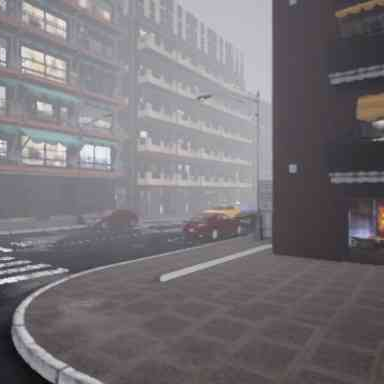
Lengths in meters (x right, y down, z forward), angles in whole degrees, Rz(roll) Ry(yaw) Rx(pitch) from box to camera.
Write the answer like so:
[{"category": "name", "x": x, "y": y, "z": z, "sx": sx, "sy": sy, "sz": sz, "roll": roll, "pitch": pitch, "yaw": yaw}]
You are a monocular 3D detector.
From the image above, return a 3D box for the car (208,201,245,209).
[{"category": "car", "x": 2.680, "y": 1.914, "z": 30.845, "sx": 1.882, "sy": 1.535, "sz": 5.008, "roll": 0, "pitch": -1, "yaw": 35}]

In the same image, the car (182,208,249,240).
[{"category": "car", "x": 1.242, "y": 1.835, "z": 18.765, "sx": 1.887, "sy": 1.381, "sz": 4.507, "roll": -1, "pitch": -1, "yaw": 35}]

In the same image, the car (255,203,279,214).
[{"category": "car", "x": 10.536, "y": 2.252, "z": 46.469, "sx": 1.802, "sy": 1.307, "sz": 4.206, "roll": -1, "pitch": -1, "yaw": 35}]

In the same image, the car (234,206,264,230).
[{"category": "car", "x": 4.305, "y": 1.927, "z": 23.116, "sx": 1.947, "sy": 1.339, "sz": 4.313, "roll": -1, "pitch": -1, "yaw": 35}]

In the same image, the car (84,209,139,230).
[{"category": "car", "x": -5.583, "y": 1.878, "z": 23.571, "sx": 1.802, "sy": 1.307, "sz": 4.206, "roll": -1, "pitch": -1, "yaw": 35}]

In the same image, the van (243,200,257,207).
[{"category": "van", "x": 7.275, "y": 1.935, "z": 41.843, "sx": 1.690, "sy": 1.788, "sz": 3.998, "roll": -1, "pitch": -1, "yaw": 35}]
